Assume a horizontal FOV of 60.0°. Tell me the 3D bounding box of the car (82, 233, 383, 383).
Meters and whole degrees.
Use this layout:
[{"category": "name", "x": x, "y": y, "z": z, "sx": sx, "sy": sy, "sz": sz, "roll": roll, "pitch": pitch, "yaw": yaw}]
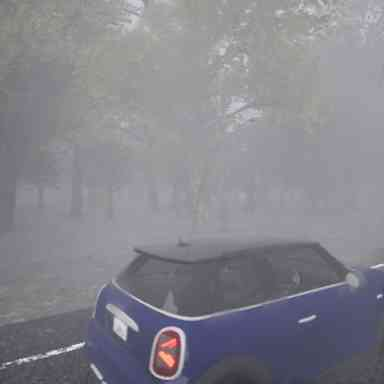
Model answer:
[{"category": "car", "x": 1.027, "y": 1.347, "z": 4.479, "sx": 4.553, "sy": 1.767, "sz": 2.097, "roll": 0, "pitch": 0, "yaw": -35}]
